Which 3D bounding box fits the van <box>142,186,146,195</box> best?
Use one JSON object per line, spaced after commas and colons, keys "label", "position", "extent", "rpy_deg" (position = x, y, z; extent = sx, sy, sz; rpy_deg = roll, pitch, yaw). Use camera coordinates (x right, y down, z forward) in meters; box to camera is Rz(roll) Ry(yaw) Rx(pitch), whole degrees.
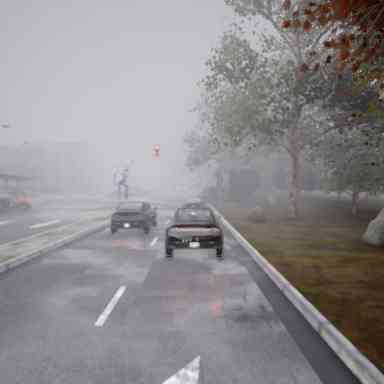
{"label": "van", "position": [-13.501, -0.257, 76.576], "extent": [4.442, 1.987, 1.878], "rpy_deg": [-1, 1, -14]}

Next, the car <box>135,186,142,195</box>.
{"label": "car", "position": [-14.040, 0.071, 70.587], "extent": [5.366, 1.575, 1.946], "rpy_deg": [-1, 1, -15]}

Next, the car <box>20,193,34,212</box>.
{"label": "car", "position": [-16.727, 0.878, 29.787], "extent": [4.553, 1.767, 2.185], "rpy_deg": [-1, 1, -19]}

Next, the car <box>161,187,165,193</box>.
{"label": "car", "position": [-11.325, -0.601, 94.537], "extent": [5.566, 2.045, 2.435], "rpy_deg": [-1, 1, -12]}

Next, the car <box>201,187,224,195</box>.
{"label": "car", "position": [4.418, -0.150, 73.219], "extent": [4.553, 1.767, 2.185], "rpy_deg": [0, 1, -14]}

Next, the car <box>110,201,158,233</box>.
{"label": "car", "position": [-2.934, 1.213, 17.413], "extent": [1.837, 1.490, 4.892], "rpy_deg": [0, 1, 0]}

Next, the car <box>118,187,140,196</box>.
{"label": "car", "position": [-13.956, -0.100, 73.537], "extent": [4.553, 1.767, 2.185], "rpy_deg": [-1, 1, -14]}

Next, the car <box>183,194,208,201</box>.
{"label": "car", "position": [0.093, 1.110, 23.784], "extent": [1.837, 1.490, 4.892], "rpy_deg": [0, 1, 0]}

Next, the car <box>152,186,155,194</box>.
{"label": "car", "position": [-12.559, -0.149, 85.551], "extent": [4.674, 1.452, 2.002], "rpy_deg": [-1, 1, -13]}

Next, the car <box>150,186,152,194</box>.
{"label": "car", "position": [-12.921, -0.095, 82.548], "extent": [4.674, 1.452, 2.002], "rpy_deg": [-1, 1, -13]}

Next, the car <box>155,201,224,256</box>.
{"label": "car", "position": [0.067, 1.285, 12.076], "extent": [2.128, 1.511, 4.902], "rpy_deg": [0, 1, 0]}

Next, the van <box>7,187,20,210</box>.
{"label": "van", "position": [-16.692, 0.824, 26.808], "extent": [4.442, 1.987, 1.878], "rpy_deg": [-1, 1, -20]}

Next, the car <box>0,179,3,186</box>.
{"label": "car", "position": [-34.358, -1.455, 58.425], "extent": [2.435, 2.045, 5.566], "rpy_deg": [5, -2, -20]}

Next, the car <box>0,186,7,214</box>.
{"label": "car", "position": [-16.798, 0.847, 23.771], "extent": [5.566, 2.045, 2.435], "rpy_deg": [-1, 1, -20]}

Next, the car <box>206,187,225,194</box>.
{"label": "car", "position": [6.159, -0.421, 87.922], "extent": [4.553, 1.767, 2.185], "rpy_deg": [0, 1, -12]}

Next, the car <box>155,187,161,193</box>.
{"label": "car", "position": [-11.765, -0.256, 91.535], "extent": [4.674, 1.452, 2.002], "rpy_deg": [-1, 1, -12]}

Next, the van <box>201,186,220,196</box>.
{"label": "van", "position": [4.044, -0.196, 70.247], "extent": [4.442, 1.987, 1.878], "rpy_deg": [0, 1, -14]}

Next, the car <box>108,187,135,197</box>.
{"label": "car", "position": [-14.674, 0.167, 67.594], "extent": [4.792, 1.488, 2.163], "rpy_deg": [-1, 1, -15]}

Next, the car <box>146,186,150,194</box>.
{"label": "car", "position": [-13.283, -0.081, 79.552], "extent": [4.892, 1.521, 2.231], "rpy_deg": [-1, 1, -14]}

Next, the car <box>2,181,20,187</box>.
{"label": "car", "position": [-31.363, -0.892, 58.385], "extent": [2.002, 1.452, 4.674], "rpy_deg": [5, -2, -20]}
